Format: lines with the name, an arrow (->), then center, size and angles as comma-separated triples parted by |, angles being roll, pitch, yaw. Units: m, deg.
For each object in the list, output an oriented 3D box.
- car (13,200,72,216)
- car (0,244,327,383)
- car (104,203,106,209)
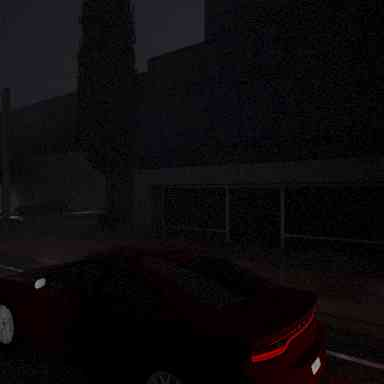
car -> -14.686, 1.547, 32.988 | 2.033, 1.411, 5.357 | 0, 0, 36
car -> -0.846, 1.478, 4.589 | 5.008, 1.535, 1.882 | 0, 0, 35
car -> -8.693, 1.491, 41.354 | 2.128, 1.511, 4.902 | 0, 0, 36
